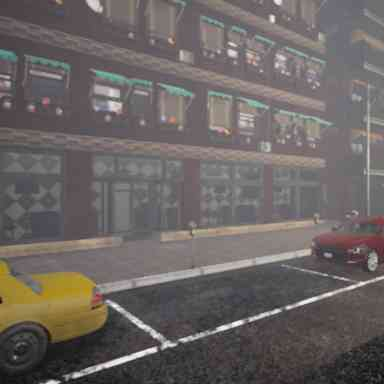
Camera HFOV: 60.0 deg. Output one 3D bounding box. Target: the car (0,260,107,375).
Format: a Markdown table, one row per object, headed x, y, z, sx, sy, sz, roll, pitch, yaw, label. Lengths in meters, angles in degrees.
| x | y | z | sx | sy | sz | roll | pitch | yaw | label |
| --- | --- | --- | --- | --- | --- | --- | --- | --- | --- |
| -3.532 | 1.528 | 4.037 | 4.829 | 1.417 | 1.752 | 0 | 0 | -36 | car |

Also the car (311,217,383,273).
| x | y | z | sx | sy | sz | roll | pitch | yaw | label |
| --- | --- | --- | --- | --- | --- | --- | --- | --- | --- |
| 5.626 | 1.507 | 10.570 | 4.507 | 1.381 | 1.887 | 0 | 0 | -35 | car |
